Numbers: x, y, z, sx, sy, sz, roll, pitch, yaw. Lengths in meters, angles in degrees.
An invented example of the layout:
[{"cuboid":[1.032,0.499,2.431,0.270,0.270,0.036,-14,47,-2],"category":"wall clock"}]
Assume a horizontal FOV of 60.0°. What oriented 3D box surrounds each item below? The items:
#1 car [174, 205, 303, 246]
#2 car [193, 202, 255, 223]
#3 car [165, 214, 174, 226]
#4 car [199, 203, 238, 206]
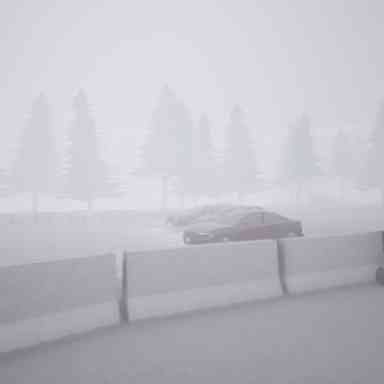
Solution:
[{"cuboid":[2.066,1.437,13.017,5.008,1.535,1.882,0,0,-28],"category":"car"},{"cuboid":[2.366,1.483,24.777,4.181,1.385,1.994,0,0,-24],"category":"car"},{"cuboid":[1.087,1.477,20.439,5.357,1.411,2.033,0,0,-26],"category":"car"},{"cuboid":[2.415,1.451,17.120,4.892,1.490,1.837,0,0,-26],"category":"car"}]
